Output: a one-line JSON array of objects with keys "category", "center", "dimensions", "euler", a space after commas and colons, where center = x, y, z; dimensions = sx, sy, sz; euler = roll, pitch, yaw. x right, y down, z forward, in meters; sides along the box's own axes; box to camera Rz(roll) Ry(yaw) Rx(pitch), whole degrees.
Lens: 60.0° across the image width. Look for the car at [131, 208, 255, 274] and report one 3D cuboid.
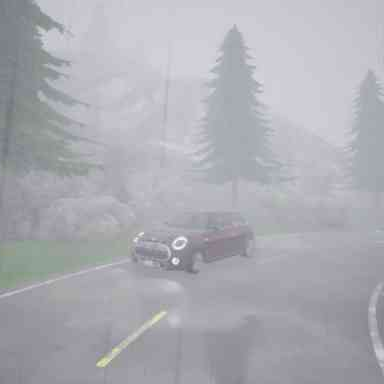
[{"category": "car", "center": [0.211, 1.359, 10.775], "dimensions": [2.097, 1.767, 4.553], "euler": [1, 0, 38]}]
